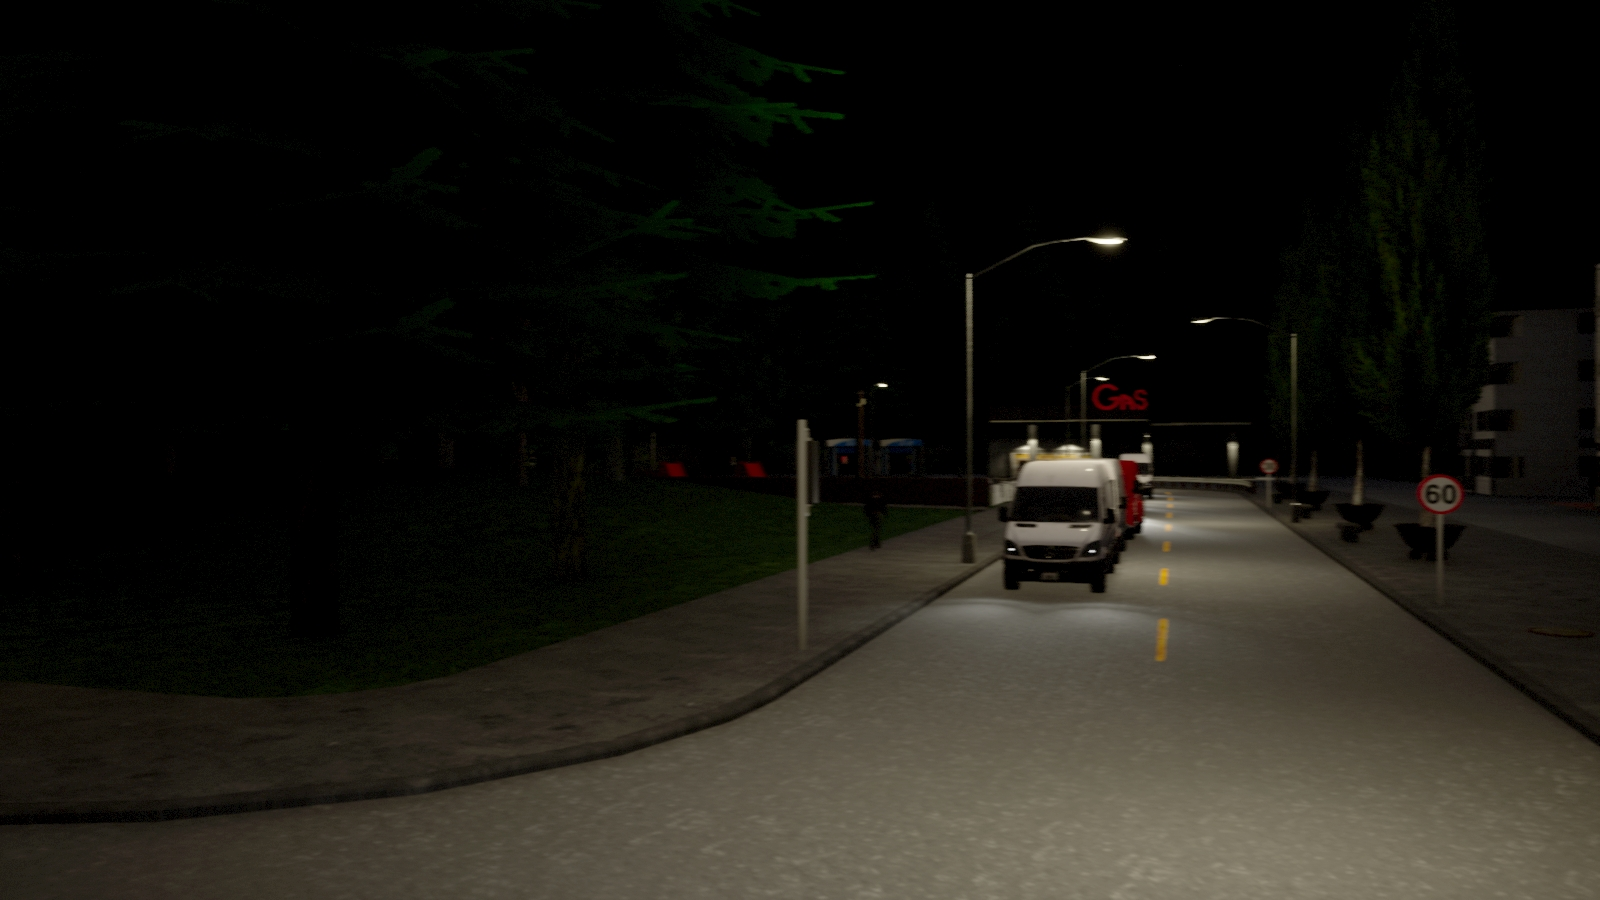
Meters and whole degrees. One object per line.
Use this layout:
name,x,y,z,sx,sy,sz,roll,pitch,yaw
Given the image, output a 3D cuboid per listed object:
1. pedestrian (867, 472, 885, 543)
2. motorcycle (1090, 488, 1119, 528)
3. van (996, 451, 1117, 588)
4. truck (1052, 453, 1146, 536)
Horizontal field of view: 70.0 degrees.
pedestrian,2.019,1.531,30.397,0.375,1.860,0.375,0,0,19
motorcycle,10.289,1.945,38.565,0.856,1.236,1.805,0,0,18
van,5.643,1.306,24.527,1.988,2.561,5.915,0,0,18
truck,9.787,1.332,37.103,2.627,2.467,5.204,0,0,18
